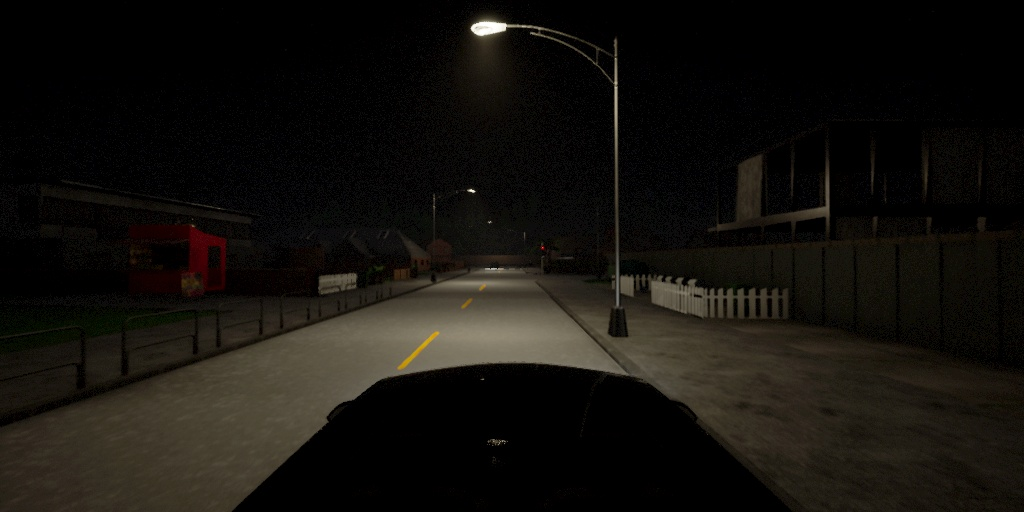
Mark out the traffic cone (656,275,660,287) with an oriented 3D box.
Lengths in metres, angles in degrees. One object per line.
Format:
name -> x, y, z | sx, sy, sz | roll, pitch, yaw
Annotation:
traffic cone -> 10.375, 1.812, 26.178 | 0.344, 0.586, 0.344 | 0, 0, 0

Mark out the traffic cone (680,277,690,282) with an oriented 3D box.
traffic cone -> 15.777, 1.859, 32.674 | 0.344, 0.586, 0.344 | 0, 0, 0

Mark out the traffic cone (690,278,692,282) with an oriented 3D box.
traffic cone -> 16.297, 1.895, 33.394 | 0.344, 0.586, 0.344 | 0, 0, 0

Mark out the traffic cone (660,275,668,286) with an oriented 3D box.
traffic cone -> 11.373, 1.797, 27.219 | 0.344, 0.586, 0.344 | 0, 0, 0
